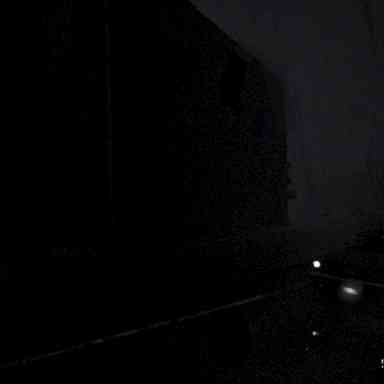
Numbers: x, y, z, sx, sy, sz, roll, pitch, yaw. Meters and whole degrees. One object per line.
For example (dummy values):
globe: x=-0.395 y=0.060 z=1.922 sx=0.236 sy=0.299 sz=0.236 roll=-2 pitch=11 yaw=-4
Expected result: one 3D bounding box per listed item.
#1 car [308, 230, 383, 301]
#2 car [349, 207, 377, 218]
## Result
car: x=4.725 y=1.634 z=7.996 sx=4.718 sy=1.301 sz=1.895 roll=1 pitch=-1 yaw=-42
car: x=24.021 y=2.881 z=46.964 sx=2.033 sy=1.411 sz=5.357 roll=-1 pitch=-3 yaw=5
